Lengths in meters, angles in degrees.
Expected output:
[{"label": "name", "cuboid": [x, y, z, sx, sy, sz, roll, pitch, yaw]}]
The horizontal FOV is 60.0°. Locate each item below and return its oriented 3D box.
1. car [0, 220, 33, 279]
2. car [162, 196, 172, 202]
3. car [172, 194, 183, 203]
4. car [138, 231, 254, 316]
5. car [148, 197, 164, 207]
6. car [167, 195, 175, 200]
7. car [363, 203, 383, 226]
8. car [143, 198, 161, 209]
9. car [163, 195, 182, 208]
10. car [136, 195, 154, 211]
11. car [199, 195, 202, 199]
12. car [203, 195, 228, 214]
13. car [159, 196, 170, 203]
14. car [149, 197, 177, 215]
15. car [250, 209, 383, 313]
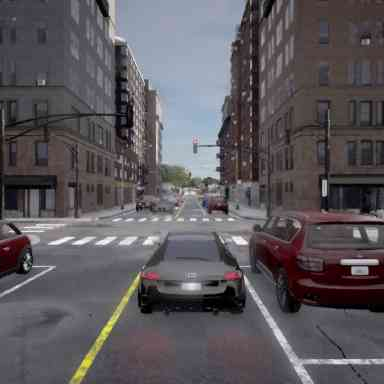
[{"label": "car", "cuboid": [-5.400, 1.440, 7.581, 1.967, 1.590, 4.097, 0, 0, 0]}, {"label": "car", "cuboid": [-5.533, 1.539, 73.162, 1.887, 1.381, 4.507, 0, 0, 0]}, {"label": "car", "cuboid": [-2.889, 1.346, 66.847, 2.097, 1.767, 4.553, 0, 0, 0]}, {"label": "car", "cuboid": [0.012, 1.564, 7.617, 1.994, 1.385, 4.181, 0, 0, 1]}, {"label": "car", "cuboid": [-5.503, 1.548, 51.147, 2.008, 1.369, 4.403, 0, 0, 0]}, {"label": "car", "cuboid": [-5.555, 1.575, 89.674, 1.802, 1.307, 4.206, 0, 0, 0]}, {"label": "car", "cuboid": [14.891, 1.502, 22.705, 5.357, 1.411, 2.033, 0, 0, 0]}, {"label": "car", "cuboid": [-5.495, 1.563, 45.643, 1.947, 1.339, 4.313, 0, 0, 0]}, {"label": "car", "cuboid": [-2.924, 1.522, 49.414, 1.812, 1.442, 4.674, 0, 0, 0]}, {"label": "car", "cuboid": [-5.488, 1.313, 40.140, 2.192, 1.841, 5.009, 0, 0, 0]}, {"label": "car", "cuboid": [2.599, 1.312, 51.163, 2.192, 1.841, 5.009, 0, 0, 0]}, {"label": "car", "cuboid": [2.641, 1.313, 34.652, 2.192, 1.841, 5.009, 0, 0, 0]}, {"label": "car", "cuboid": [-5.525, 1.540, 67.659, 1.887, 1.381, 4.507, 0, 0, 0]}, {"label": "car", "cuboid": [-2.906, 1.562, 34.037, 1.994, 1.385, 4.181, 0, 0, 0]}, {"label": "car", "cuboid": [2.625, 1.315, 7.595, 2.192, 1.841, 5.009, 0, 0, 0]}]
